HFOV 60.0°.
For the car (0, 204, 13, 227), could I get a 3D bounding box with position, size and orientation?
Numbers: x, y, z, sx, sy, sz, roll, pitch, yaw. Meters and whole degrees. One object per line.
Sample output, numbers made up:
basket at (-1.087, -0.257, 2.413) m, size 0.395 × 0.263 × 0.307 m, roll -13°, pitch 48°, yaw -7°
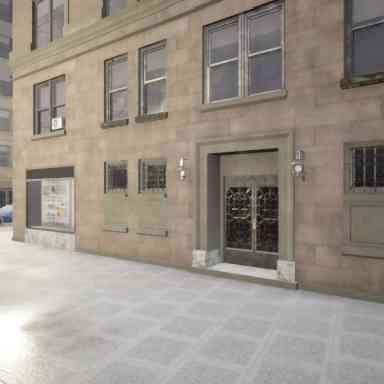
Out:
car at (-11.905, 1.512, 23.049) m, size 2.033 × 1.411 × 5.357 m, roll 0°, pitch 0°, yaw 39°
